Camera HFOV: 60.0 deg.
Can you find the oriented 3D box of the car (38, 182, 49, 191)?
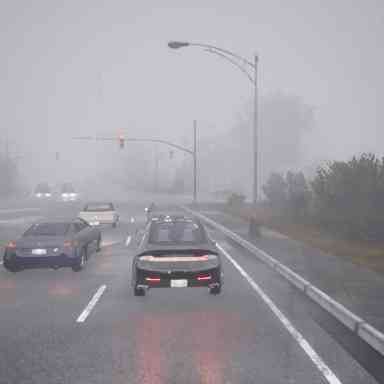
[{"bbox_3d":[-27.046,-1.018,60.610,1.837,1.490,4.892,-1,3,-24],"label":"car"}]

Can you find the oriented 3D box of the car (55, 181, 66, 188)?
[{"bbox_3d":[-28.539,-1.608,72.055,1.837,1.490,4.892,-1,3,-25],"label":"car"}]

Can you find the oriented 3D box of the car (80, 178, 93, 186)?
[{"bbox_3d":[-26.350,-2.473,83.769,2.150,2.045,5.566,-1,3,-25],"label":"car"}]

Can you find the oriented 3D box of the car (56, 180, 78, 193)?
[{"bbox_3d":[-20.360,-0.684,54.080,2.128,1.511,4.902,-2,3,-27],"label":"car"}]

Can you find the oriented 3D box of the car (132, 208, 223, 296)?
[{"bbox_3d":[-0.415,1.409,8.480,2.128,1.511,4.902,0,1,-4],"label":"car"}]

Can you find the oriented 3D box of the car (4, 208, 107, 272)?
[{"bbox_3d":[-4.123,1.452,10.502,1.994,1.385,4.181,0,1,-6],"label":"car"}]

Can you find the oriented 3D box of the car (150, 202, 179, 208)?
[{"bbox_3d":[-1.471,1.218,17.817,2.033,1.411,5.357,0,2,-9],"label":"car"}]

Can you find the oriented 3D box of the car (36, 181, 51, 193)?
[{"bbox_3d":[-23.425,-0.529,52.490,1.994,1.385,4.181,-1,3,-23],"label":"car"}]

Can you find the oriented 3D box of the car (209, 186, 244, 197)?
[{"bbox_3d":[4.808,-0.091,46.025,4.902,1.511,2.128,0,3,-22],"label":"car"}]

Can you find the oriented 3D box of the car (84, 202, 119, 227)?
[{"bbox_3d":[-5.259,1.226,19.224,1.895,1.301,4.718,0,2,-9],"label":"car"}]

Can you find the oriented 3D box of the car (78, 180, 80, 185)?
[{"bbox_3d":[-29.501,-2.142,82.259,1.882,1.535,5.008,-1,3,-25],"label":"car"}]

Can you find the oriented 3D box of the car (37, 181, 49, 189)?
[{"bbox_3d":[-31.451,-1.478,70.028,2.128,1.511,4.902,-1,3,-25],"label":"car"}]
